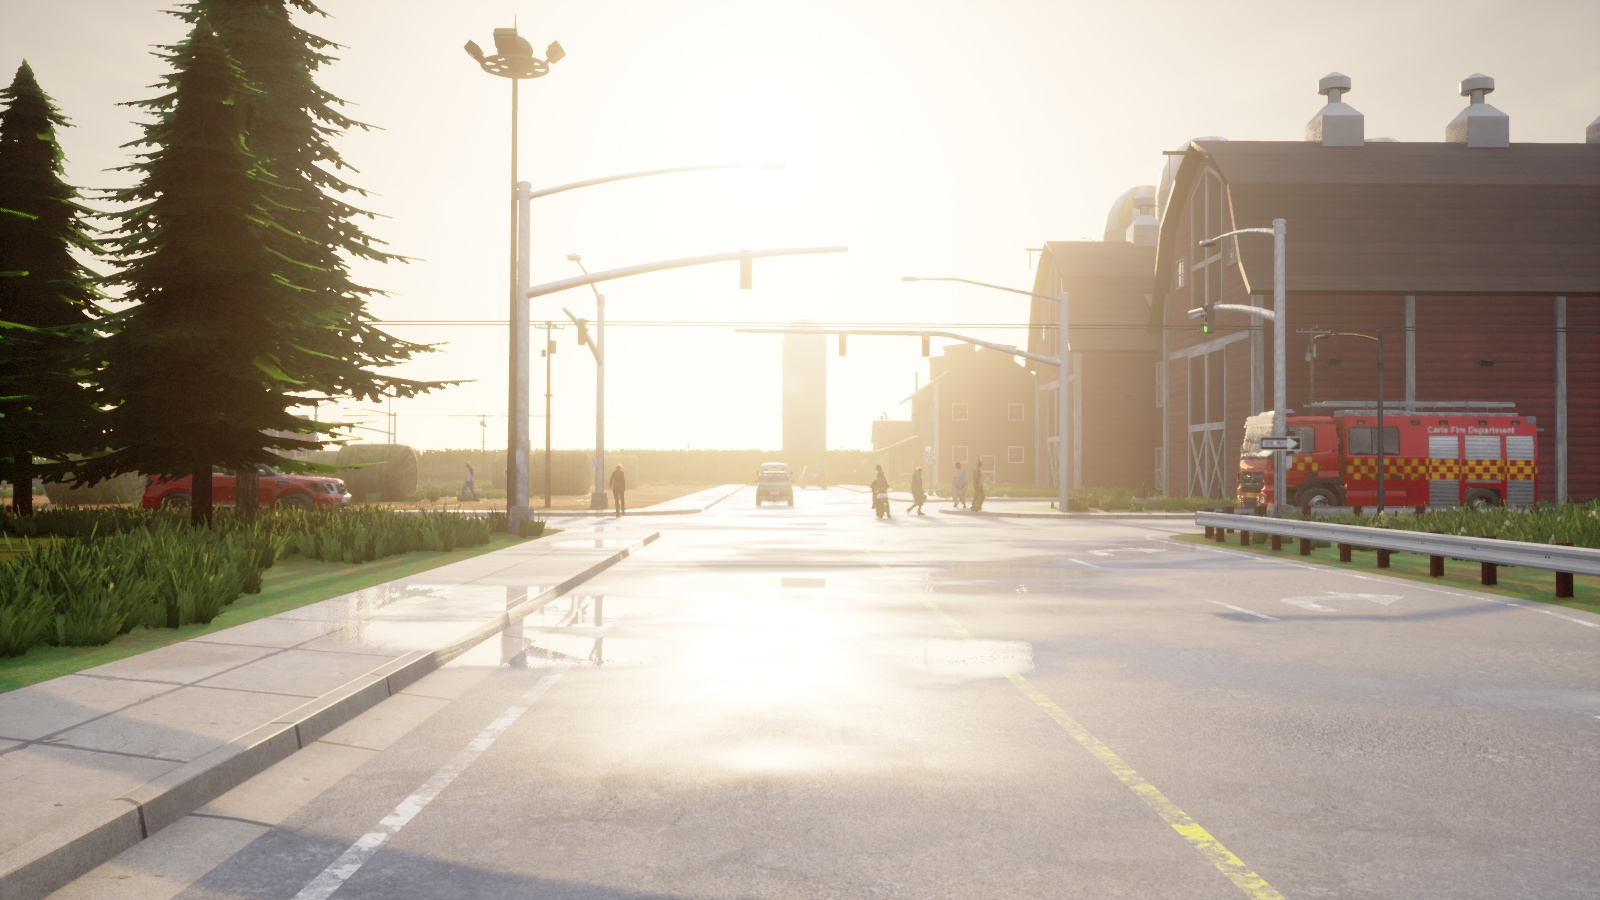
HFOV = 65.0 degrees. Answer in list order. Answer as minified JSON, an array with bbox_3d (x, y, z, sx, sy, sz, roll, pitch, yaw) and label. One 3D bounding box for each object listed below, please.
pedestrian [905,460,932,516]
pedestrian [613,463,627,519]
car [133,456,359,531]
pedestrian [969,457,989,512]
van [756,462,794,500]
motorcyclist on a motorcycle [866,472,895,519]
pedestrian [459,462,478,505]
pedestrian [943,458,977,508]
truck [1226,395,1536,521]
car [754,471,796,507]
[{"bbox_3d":[4.234,1.351,44.851,0.873,1.952,0.659,0,-1,1],"label":"pedestrian"},{"bbox_3d":[-6.034,1.365,42.124,0.331,1.846,0.636,0,-1,6],"label":"pedestrian"},{"bbox_3d":[-15.856,1.231,36.148,5.566,2.045,2.150,0,-1,0],"label":"car"},{"bbox_3d":[6.344,1.211,44.445,0.692,1.930,0.396,0,-1,9],"label":"pedestrian"},{"bbox_3d":[-1.439,1.734,71.052,2.069,2.038,4.480,0,-1,-1],"label":"van"},{"bbox_3d":[2.689,1.498,42.130,0.797,1.523,2.044,0,-1,-1],"label":"motorcyclist on a motorcycle"},{"bbox_3d":[-14.369,1.437,54.495,0.706,1.836,0.354,1,-1,-43],"label":"pedestrian"},{"bbox_3d":[6.050,1.245,47.513,0.874,1.855,0.900,-1,-1,44],"label":"pedestrian"},{"bbox_3d":[18.224,0.270,39.785,8.468,3.827,2.891,0,-1,0],"label":"truck"},{"bbox_3d":[-1.126,1.743,56.643,1.789,1.549,3.705,0,-1,-1],"label":"car"}]
